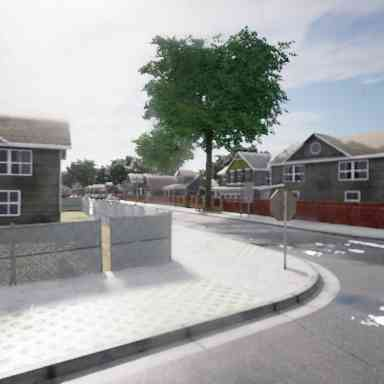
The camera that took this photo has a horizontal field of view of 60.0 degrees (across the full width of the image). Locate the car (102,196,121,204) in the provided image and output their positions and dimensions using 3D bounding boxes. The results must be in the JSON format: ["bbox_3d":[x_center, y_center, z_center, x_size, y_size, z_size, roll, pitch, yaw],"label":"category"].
[{"bbox_3d":[-12.392,1.577,52.393,1.837,1.490,4.892,1,0,-23],"label":"car"}]

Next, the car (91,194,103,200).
[{"bbox_3d":[-24.031,1.385,86.215,2.097,1.767,4.553,1,0,-23],"label":"car"}]
